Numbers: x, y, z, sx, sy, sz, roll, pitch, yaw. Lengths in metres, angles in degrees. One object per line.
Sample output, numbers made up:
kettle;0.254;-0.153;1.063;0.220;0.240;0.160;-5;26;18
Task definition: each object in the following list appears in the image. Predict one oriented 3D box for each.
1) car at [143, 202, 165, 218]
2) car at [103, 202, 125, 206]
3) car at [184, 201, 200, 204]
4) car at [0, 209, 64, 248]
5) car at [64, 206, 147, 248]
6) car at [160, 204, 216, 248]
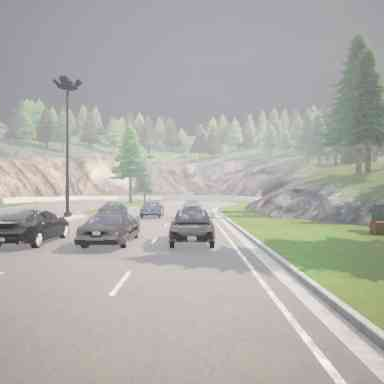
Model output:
car;-3.500;1.560;29.650;2.033;1.411;5.357;0;0;0
car;-7.000;1.570;29.650;1.994;1.385;4.181;0;0;0
car;0.000;1.530;29.650;1.812;1.442;4.674;0;0;0
car;-7.000;1.513;14.650;1.837;1.490;4.892;0;0;0
car;-3.500;1.560;14.650;2.033;1.411;5.357;0;0;0
car;0.000;1.492;14.650;2.128;1.511;4.902;0;0;0
